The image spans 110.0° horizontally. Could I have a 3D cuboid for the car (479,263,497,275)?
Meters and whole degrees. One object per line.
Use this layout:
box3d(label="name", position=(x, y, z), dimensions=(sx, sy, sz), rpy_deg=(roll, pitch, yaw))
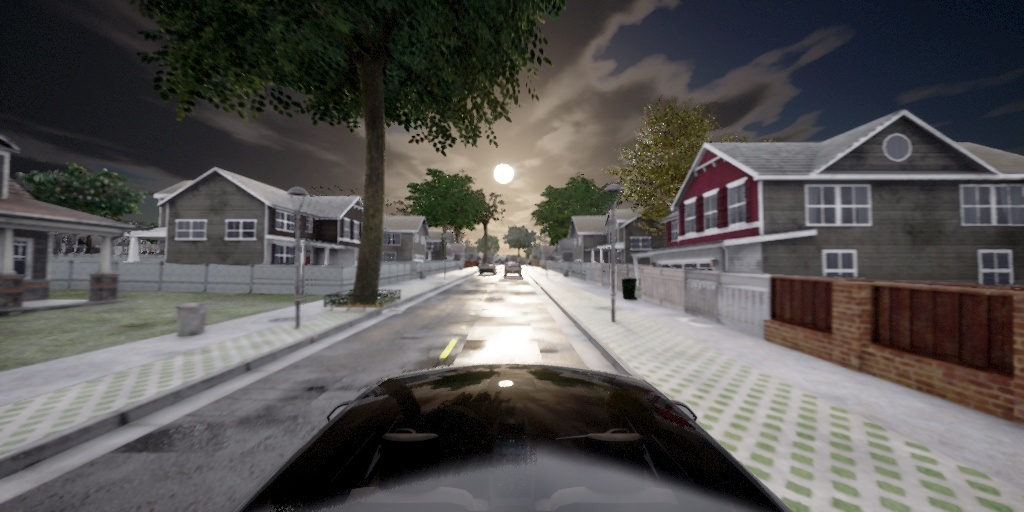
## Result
box3d(label="car", position=(-2.838, 1.533, 42.433), dimensions=(1.895, 1.301, 4.718), rpy_deg=(0, 0, 0))

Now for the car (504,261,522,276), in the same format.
box3d(label="car", position=(0.101, 1.402, 39.111), dimensions=(2.128, 1.511, 4.902), rpy_deg=(0, 0, 0))
